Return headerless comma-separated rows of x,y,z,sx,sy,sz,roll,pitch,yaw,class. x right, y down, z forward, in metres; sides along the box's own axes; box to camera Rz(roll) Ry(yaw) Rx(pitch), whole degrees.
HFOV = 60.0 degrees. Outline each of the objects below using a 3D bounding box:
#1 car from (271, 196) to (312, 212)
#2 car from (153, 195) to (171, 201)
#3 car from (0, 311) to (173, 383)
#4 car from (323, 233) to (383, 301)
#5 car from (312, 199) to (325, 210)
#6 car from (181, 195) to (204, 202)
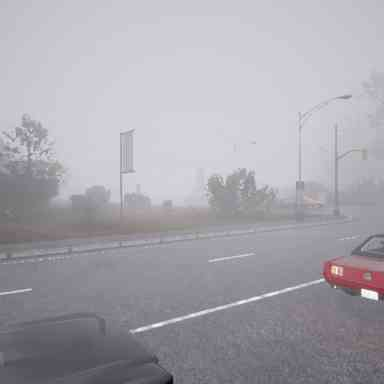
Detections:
10.141,1.404,36.090,1.895,1.301,4.718,-1,0,-39,car
-6.714,1.330,73.992,1.895,1.301,4.718,-1,0,-38,car
-2.394,1.601,2.028,4.718,1.301,1.895,0,0,-36,car
5.054,1.570,7.366,4.718,1.301,1.895,0,0,-36,car
12.766,1.252,38.413,1.882,1.535,5.008,-1,0,-39,car
0.018,1.276,65.724,2.033,1.411,5.357,-1,0,-38,car
